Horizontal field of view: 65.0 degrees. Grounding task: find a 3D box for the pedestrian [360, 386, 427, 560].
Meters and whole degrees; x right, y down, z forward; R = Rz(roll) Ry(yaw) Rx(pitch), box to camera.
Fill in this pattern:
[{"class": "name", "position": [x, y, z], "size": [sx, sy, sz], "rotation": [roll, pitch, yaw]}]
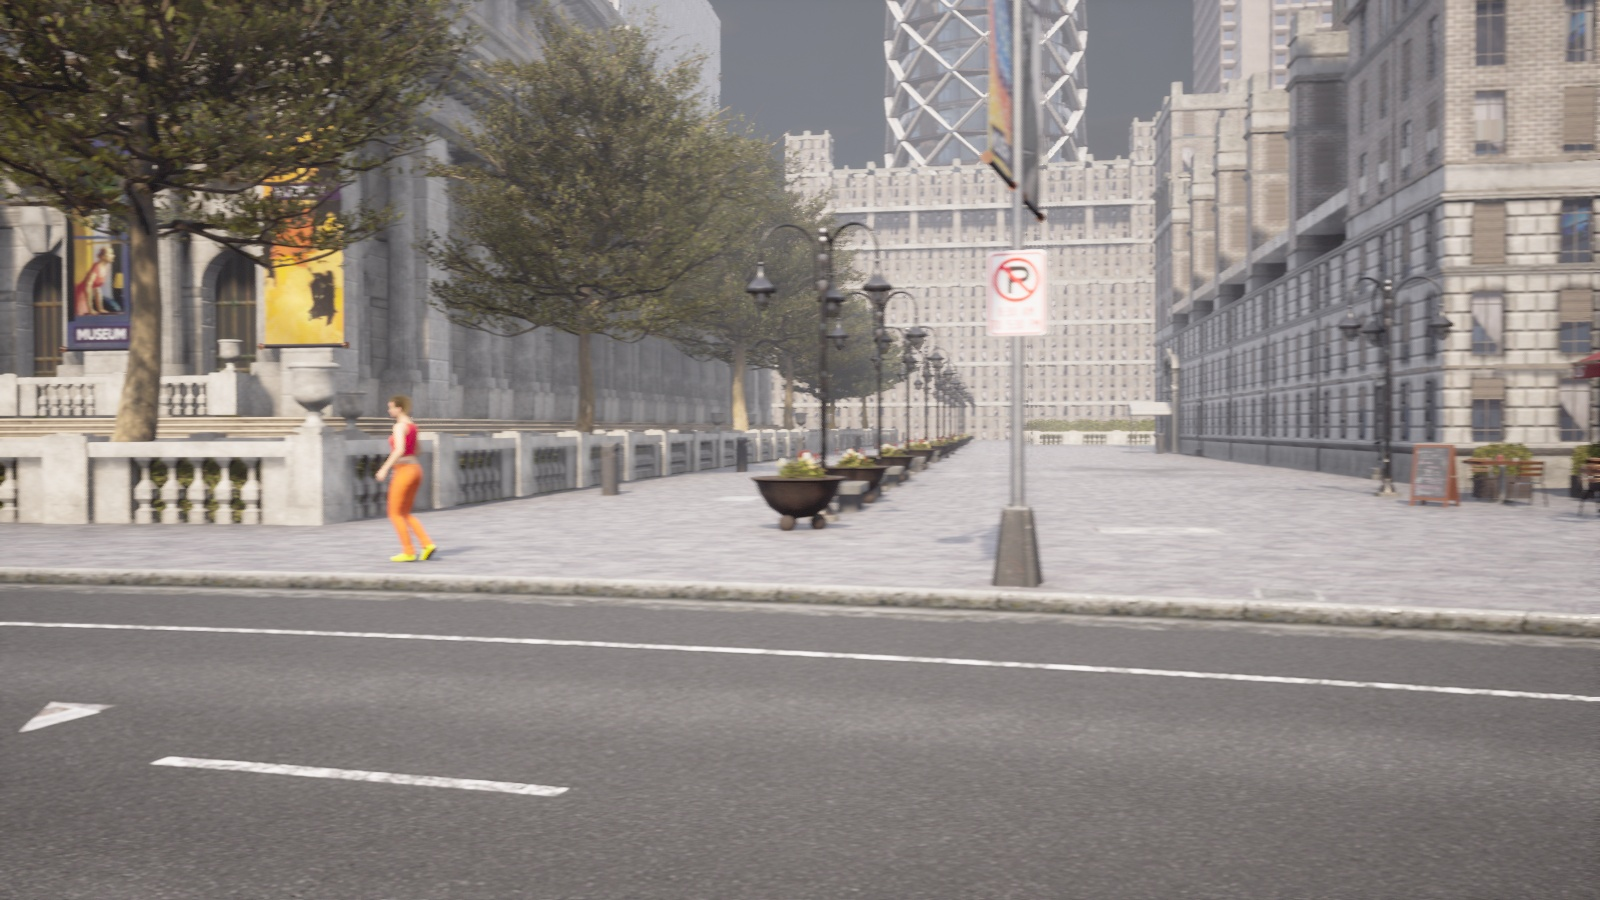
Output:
[{"class": "pedestrian", "position": [-4.375, 0.239, 13.525], "size": [0.594, 1.836, 0.345], "rotation": [0, 1, 11]}]
